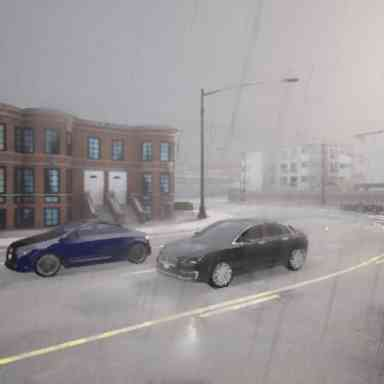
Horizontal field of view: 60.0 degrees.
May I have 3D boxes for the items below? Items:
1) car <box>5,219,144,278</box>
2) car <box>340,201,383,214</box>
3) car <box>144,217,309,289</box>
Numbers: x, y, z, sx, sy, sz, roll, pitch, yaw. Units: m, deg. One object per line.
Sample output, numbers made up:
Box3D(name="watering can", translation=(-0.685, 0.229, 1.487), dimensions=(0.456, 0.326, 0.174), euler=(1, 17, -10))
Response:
Box3D(name="car", translation=(-3.340, 1.564, 10.240), dimensions=(4.181, 1.385, 1.994), euler=(0, 0, -36))
Box3D(name="car", translation=(18.403, 1.631, 36.483), dimensions=(1.895, 1.301, 4.718), euler=(0, 0, -11))
Box3D(name="car", translation=(1.326, 1.511, 9.325), dimensions=(4.892, 1.490, 1.837), euler=(0, 0, -37))
